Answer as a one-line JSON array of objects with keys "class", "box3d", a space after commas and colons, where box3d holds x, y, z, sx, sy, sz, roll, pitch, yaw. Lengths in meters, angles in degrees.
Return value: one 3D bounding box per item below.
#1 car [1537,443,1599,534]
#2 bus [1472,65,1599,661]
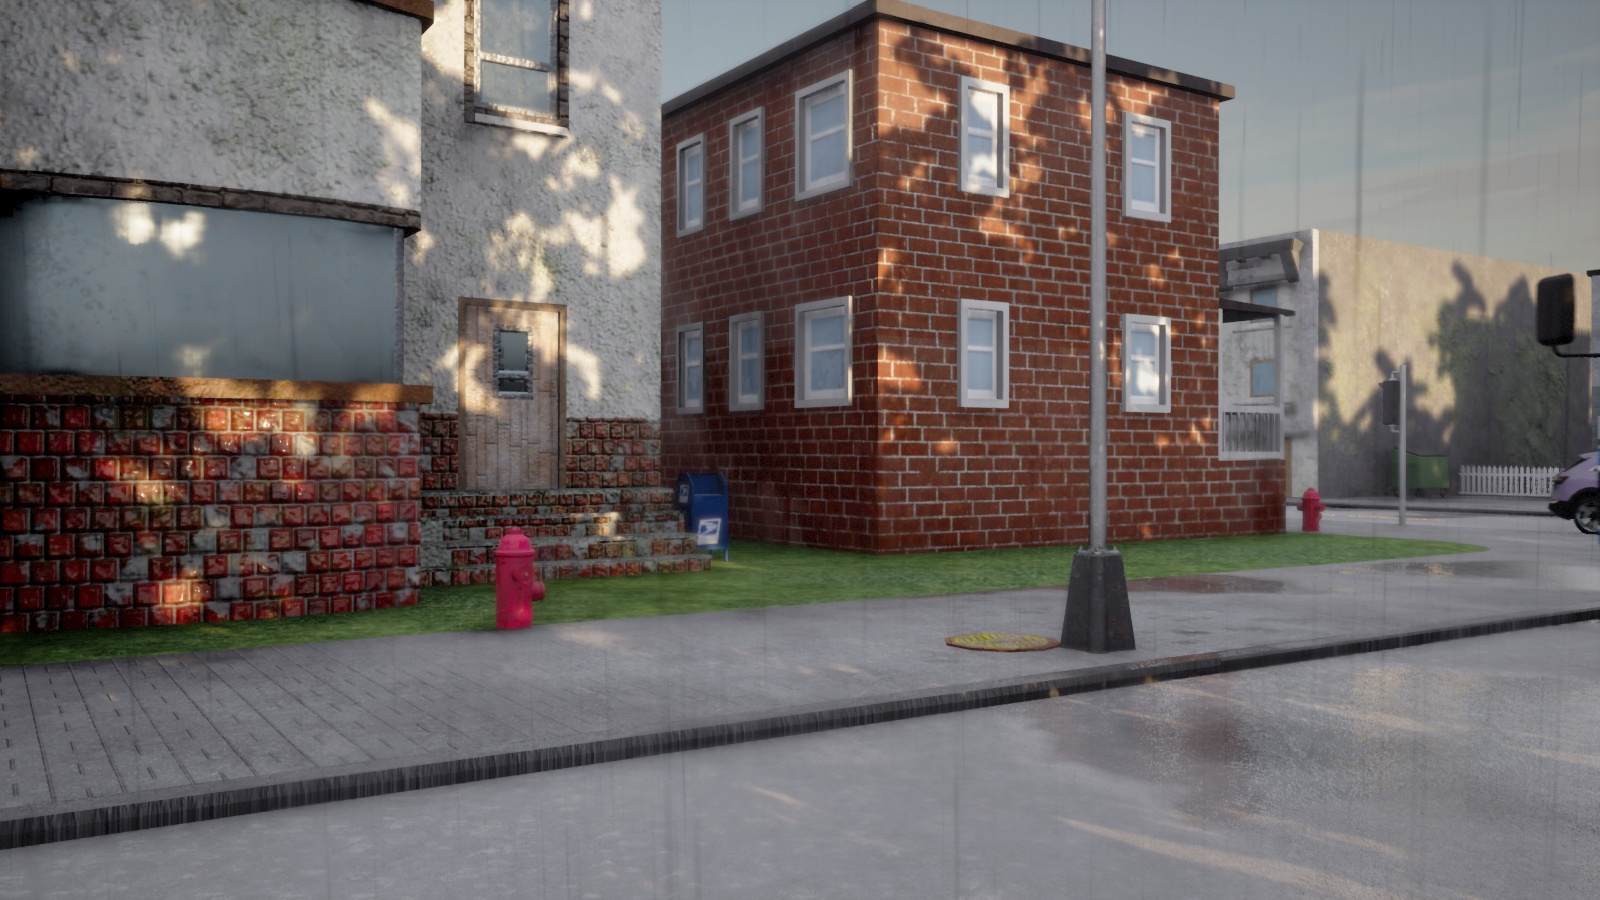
[{"class": "car", "box3d": [16.100, 0.695, 22.241, 2.033, 1.649, 4.856, 0, 0, -34]}, {"class": "bus", "box3d": [10.614, -0.628, 10.815, 10.273, 4.253, 3.944, 0, 0, -32]}]
